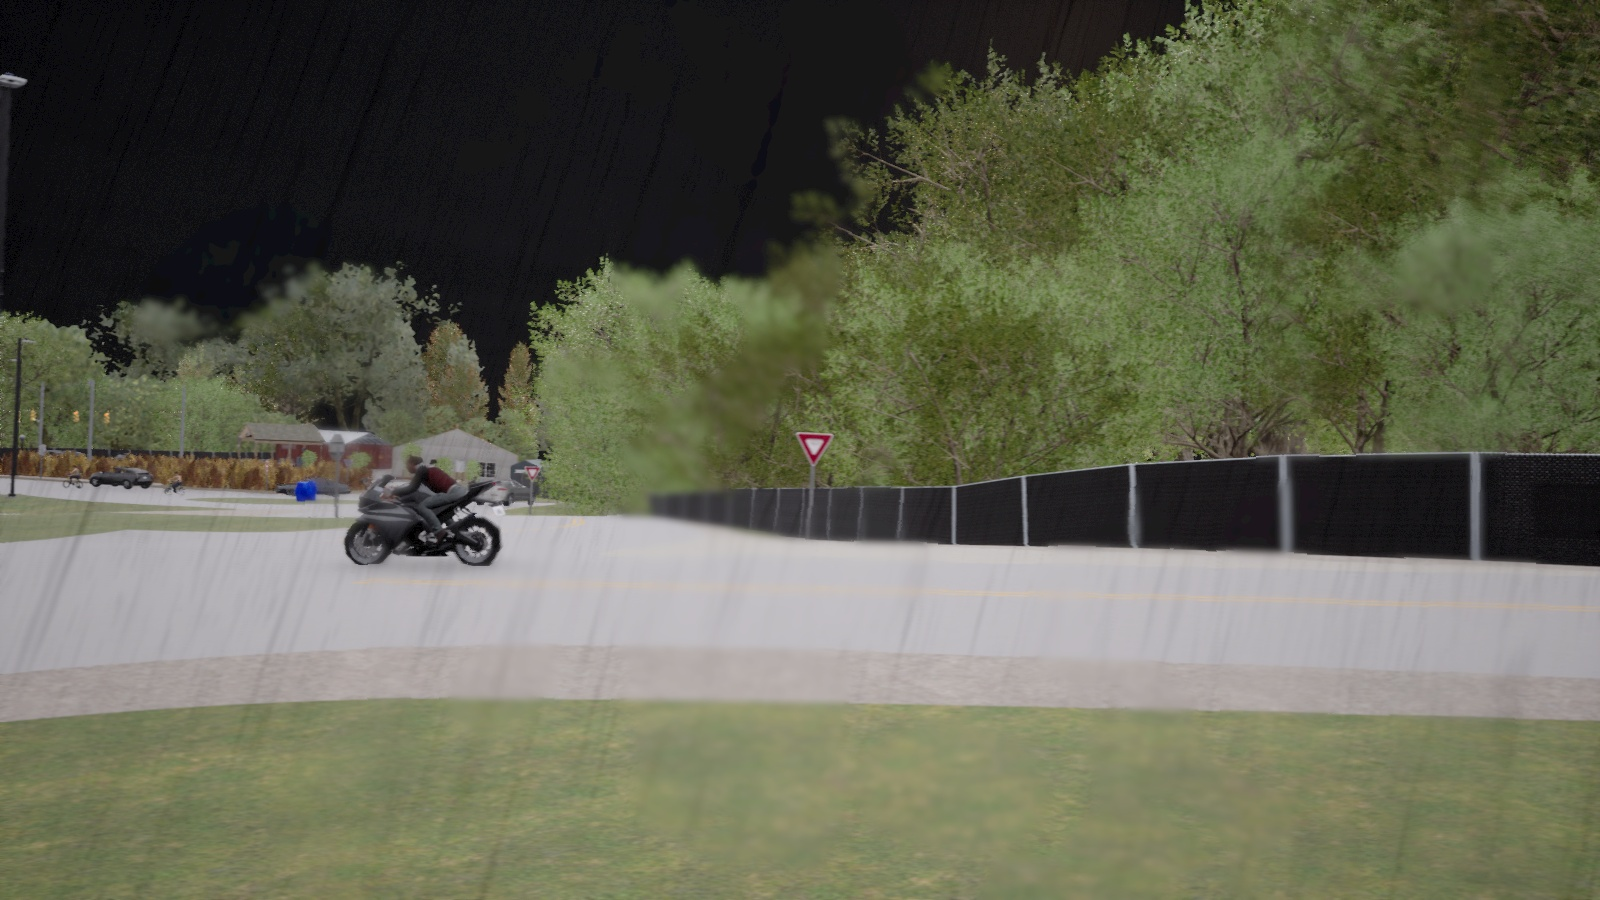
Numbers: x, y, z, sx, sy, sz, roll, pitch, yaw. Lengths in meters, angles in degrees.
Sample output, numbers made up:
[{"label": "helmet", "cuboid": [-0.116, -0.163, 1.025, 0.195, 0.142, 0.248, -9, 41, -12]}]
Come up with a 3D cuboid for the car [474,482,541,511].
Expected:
[{"label": "car", "cuboid": [-18.442, 2.927, 79.469, 2.152, 1.651, 5.027, 1, 0, 13]}]

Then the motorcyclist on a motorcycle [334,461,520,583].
[{"label": "motorcyclist on a motorcycle", "cuboid": [-5.009, 0.958, 16.925, 2.191, 1.530, 0.866, -2, 1, 9]}]
